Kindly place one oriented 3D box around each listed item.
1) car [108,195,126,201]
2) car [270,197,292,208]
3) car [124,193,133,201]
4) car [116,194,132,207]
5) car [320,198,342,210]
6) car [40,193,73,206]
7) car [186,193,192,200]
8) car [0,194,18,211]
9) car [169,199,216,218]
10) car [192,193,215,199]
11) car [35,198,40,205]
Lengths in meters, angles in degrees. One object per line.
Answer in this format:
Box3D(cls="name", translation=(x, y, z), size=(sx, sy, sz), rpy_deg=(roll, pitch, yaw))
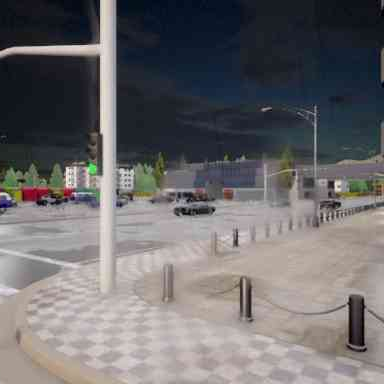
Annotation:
Box3D(cls="car", translation=(-17.762, 1.432, 79.226), size=(1.970, 1.475, 3.806), rpy_deg=(0, 0, 36))
Box3D(cls="car", translation=(12.975, 1.545, 48.464), size=(2.128, 1.511, 4.902), rpy_deg=(0, 0, 36))
Box3D(cls="car", translation=(-15.434, 1.194, 77.504), size=(1.905, 1.878, 3.866), rpy_deg=(0, 0, 36))
Box3D(cls="car", translation=(-12.115, 1.438, 53.441), size=(1.970, 1.475, 3.806), rpy_deg=(0, 0, 36))
Box3D(cls="car", translation=(18.464, 1.556, 44.105), size=(1.837, 1.490, 4.892), rpy_deg=(0, 0, 36))
Box3D(cls="car", translation=(-25.788, 1.191, 63.370), size=(1.932, 1.855, 4.605), rpy_deg=(0, 0, 36))
Box3D(cls="car", translation=(0.404, 1.200, 65.918), size=(1.905, 1.878, 3.866), rpy_deg=(0, 0, 36))
Box3D(cls="car", translation=(-25.703, 1.436, 44.683), size=(1.970, 1.475, 3.806), rpy_deg=(0, 0, 36))
Box3D(cls="car", translation=(0.267, 1.651, 31.192), size=(1.895, 1.301, 4.718), rpy_deg=(0, 0, 36))
Box3D(cls="car", translation=(2.705, 1.198, 64.161), size=(1.932, 1.855, 4.605), rpy_deg=(0, 0, 36))
Box3D(cls="car", translation=(-28.085, 1.401, 65.136), size=(1.784, 1.438, 3.905), rpy_deg=(0, 0, 36))
